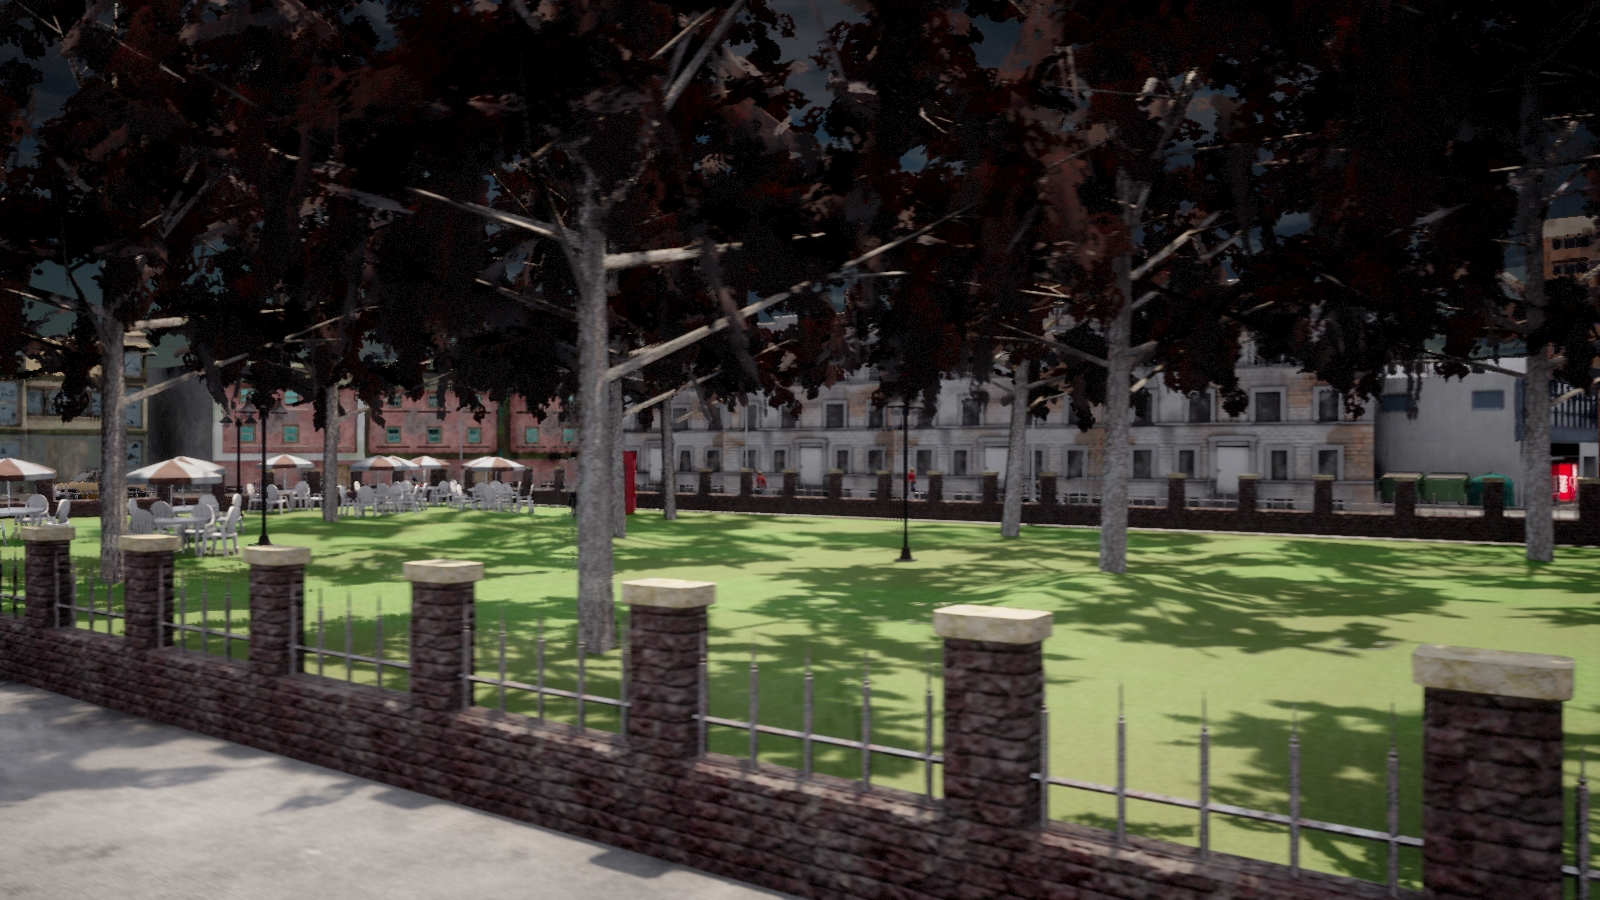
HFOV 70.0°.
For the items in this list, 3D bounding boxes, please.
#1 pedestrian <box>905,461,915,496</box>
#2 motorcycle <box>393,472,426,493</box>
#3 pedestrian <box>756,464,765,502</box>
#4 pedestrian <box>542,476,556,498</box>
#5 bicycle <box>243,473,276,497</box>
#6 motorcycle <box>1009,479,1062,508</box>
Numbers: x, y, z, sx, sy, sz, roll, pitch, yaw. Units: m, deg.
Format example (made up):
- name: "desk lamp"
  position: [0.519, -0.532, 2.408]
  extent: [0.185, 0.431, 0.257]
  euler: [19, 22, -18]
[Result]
- name: "pedestrian"
  position: [5.877, 1.525, 60.950]
  extent: [0.375, 1.860, 0.375]
  euler: [0, 0, 37]
- name: "motorcycle"
  position: [-23.763, 1.965, 69.535]
  extent: [1.805, 1.236, 0.856]
  euler: [0, 1, -25]
- name: "pedestrian"
  position: [-1.975, 1.629, 56.846]
  extent: [0.375, 1.860, 0.375]
  euler: [0, 0, 13]
- name: "pedestrian"
  position: [-12.830, 1.904, 58.331]
  extent: [0.500, 1.100, 0.500]
  euler: [0, 0, 33]
- name: "bicycle"
  position: [-29.878, 1.937, 63.190]
  extent: [0.373, 1.296, 1.643]
  euler: [0, 0, 36]
- name: "motorcycle"
  position: [10.728, 1.985, 52.176]
  extent: [2.209, 1.251, 0.867]
  euler: [0, 0, 35]
